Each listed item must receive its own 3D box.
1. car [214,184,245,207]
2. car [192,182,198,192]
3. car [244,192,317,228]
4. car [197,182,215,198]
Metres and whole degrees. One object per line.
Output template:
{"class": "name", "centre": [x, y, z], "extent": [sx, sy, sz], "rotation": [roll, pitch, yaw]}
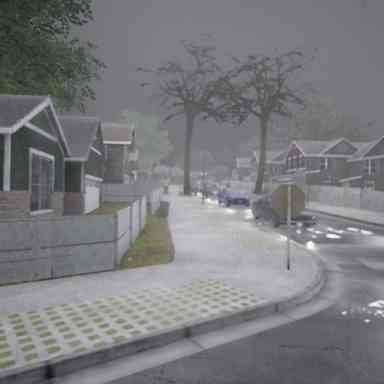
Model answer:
{"class": "car", "centre": [3.489, 0.365, 28.316], "extent": [1.882, 1.535, 5.008], "rotation": [1, 3, -6]}
{"class": "car", "centre": [1.025, -0.747, 51.758], "extent": [2.128, 1.511, 4.902], "rotation": [1, 2, -6]}
{"class": "car", "centre": [4.626, 0.948, 17.705], "extent": [2.033, 1.411, 5.357], "rotation": [1, 3, -6]}
{"class": "car", "centre": [2.306, -0.160, 39.429], "extent": [2.128, 1.511, 4.902], "rotation": [1, 3, -6]}
